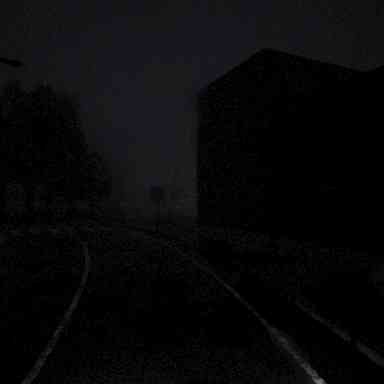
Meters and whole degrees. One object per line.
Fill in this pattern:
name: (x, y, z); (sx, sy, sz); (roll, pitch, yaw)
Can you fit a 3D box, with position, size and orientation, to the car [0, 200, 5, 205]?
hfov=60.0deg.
car: (-48.162, 2.297, 80.964); (2.097, 1.535, 5.008); (4, 1, 26)
